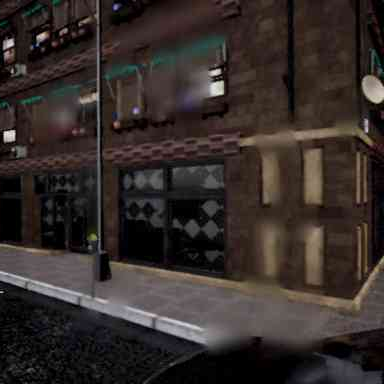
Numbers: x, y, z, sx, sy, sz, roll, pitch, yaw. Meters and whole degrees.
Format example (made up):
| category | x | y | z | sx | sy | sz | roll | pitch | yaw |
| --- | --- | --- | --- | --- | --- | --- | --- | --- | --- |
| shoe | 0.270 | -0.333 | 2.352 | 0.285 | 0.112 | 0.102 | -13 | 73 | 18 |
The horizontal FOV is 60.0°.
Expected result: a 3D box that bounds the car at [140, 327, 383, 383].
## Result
| category | x | y | z | sx | sy | sz | roll | pitch | yaw |
| --- | --- | --- | --- | --- | --- | --- | --- | --- | --- |
| car | 1.434 | 1.565 | 1.860 | 4.313 | 1.339 | 1.947 | 0 | -1 | 35 |
